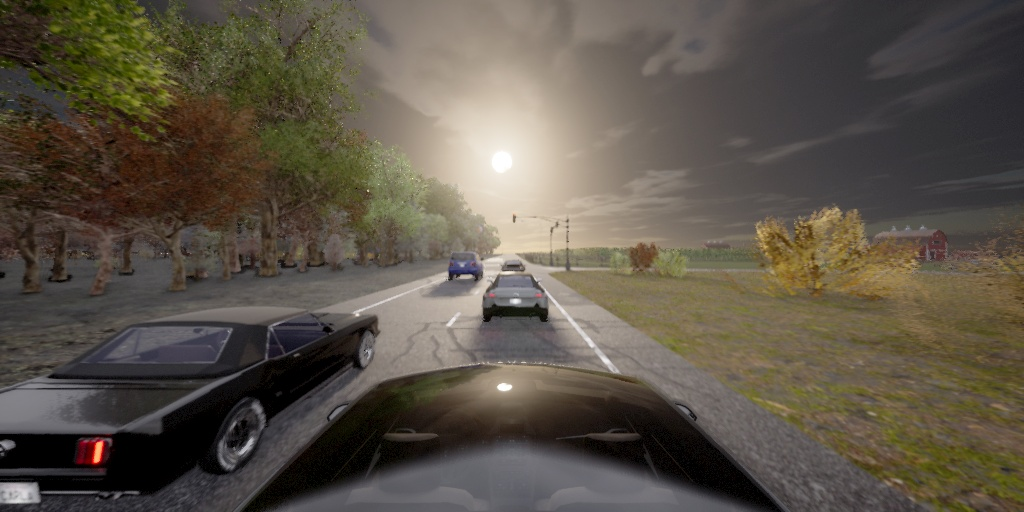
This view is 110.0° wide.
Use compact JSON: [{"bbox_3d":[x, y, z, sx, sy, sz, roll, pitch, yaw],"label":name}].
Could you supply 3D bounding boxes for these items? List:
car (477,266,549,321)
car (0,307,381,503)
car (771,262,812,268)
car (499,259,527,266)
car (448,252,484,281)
[{"bbox_3d":[0.099,1.210,11.986,1.994,1.385,4.181,0,1,0],"label":"car"},{"bbox_3d":[-3.400,1.321,4.685,1.895,1.301,4.718,0,1,0],"label":"car"},{"bbox_3d":[38.572,1.233,49.539,4.892,1.490,1.837,1,0,1],"label":"car"},{"bbox_3d":[0.102,0.993,27.235,1.837,1.490,4.892,0,0,0],"label":"car"},{"bbox_3d":[-3.402,0.712,27.087,2.150,2.045,5.566,0,1,0],"label":"car"}]
